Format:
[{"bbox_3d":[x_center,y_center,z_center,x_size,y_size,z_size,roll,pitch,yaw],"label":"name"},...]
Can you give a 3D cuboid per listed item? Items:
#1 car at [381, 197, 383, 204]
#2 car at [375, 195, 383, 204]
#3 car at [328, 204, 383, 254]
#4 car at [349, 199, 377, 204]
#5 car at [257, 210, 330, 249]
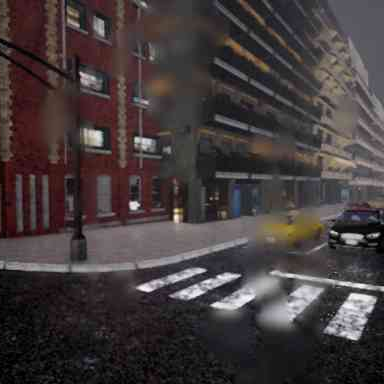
[{"bbox_3d":[18.888,1.441,30.572,1.837,1.490,4.892,0,0,35],"label":"car"},{"bbox_3d":[23.893,1.435,42.248,1.752,1.417,4.829,-1,-1,35],"label":"car"},{"bbox_3d":[6.943,1.464,13.581,2.128,1.511,4.902,0,0,35],"label":"car"},{"bbox_3d":[14.225,1.489,28.481,1.887,1.381,4.507,-1,-1,35],"label":"car"},{"bbox_3d":[4.359,1.500,14.436,1.752,1.417,4.829,-1,-1,35],"label":"car"}]
